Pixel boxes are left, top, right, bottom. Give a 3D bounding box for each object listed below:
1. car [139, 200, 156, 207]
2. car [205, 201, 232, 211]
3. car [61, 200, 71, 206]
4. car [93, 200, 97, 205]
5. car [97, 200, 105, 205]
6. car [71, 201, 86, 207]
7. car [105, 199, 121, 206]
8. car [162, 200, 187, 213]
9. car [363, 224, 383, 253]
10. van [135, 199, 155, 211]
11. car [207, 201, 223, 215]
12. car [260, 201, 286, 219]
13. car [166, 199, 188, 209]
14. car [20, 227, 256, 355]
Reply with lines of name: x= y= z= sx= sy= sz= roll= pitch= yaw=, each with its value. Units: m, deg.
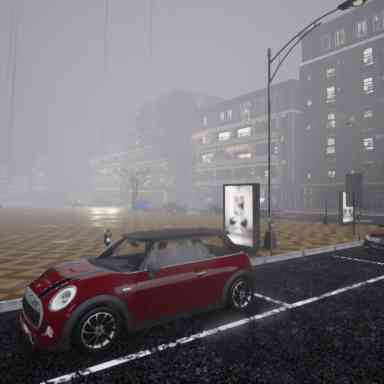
car: x=-9.256 y=2.424 z=68.775 sx=1.802 sy=1.307 sz=4.206 roll=-2 pitch=0 yaw=-36
car: x=4.025 y=2.096 z=50.891 sx=1.802 sy=1.307 sz=4.206 roll=-2 pitch=0 yaw=-36
car: x=-32.524 y=2.861 z=86.218 sx=1.887 sy=1.381 sz=4.507 roll=-2 pitch=0 yaw=-36
car: x=-25.778 y=2.797 z=91.189 sx=1.887 sy=1.381 sz=4.507 roll=-2 pitch=0 yaw=-36
car: x=-22.473 y=2.736 z=86.706 sx=1.947 sy=1.339 sz=4.313 roll=-2 pitch=0 yaw=-36
car: x=-25.915 y=2.703 z=77.252 sx=2.008 sy=1.369 sz=4.403 roll=-2 pitch=0 yaw=-36
car: x=-19.172 y=2.528 z=82.223 sx=1.967 sy=1.590 sz=4.097 roll=-2 pitch=0 yaw=-36
car: x=-2.431 y=2.114 z=45.250 sx=1.887 sy=1.381 sz=4.507 roll=-2 pitch=0 yaw=-36
car: x=8.138 y=1.581 z=12.508 sx=4.206 sy=1.307 sz=1.802 roll=0 pitch=0 yaw=-36
van: x=-7.411 y=2.034 z=52.093 sx=1.690 sy=1.788 sz=3.998 roll=-2 pitch=0 yaw=-36
car: x=3.720 y=1.968 z=36.828 sx=2.008 sy=1.369 sz=4.403 roll=-2 pitch=0 yaw=-36
car: x=7.025 y=1.887 z=32.345 sx=2.008 sy=1.369 sz=4.403 roll=-2 pitch=0 yaw=-36
car: x=-2.647 y=2.118 z=59.812 sx=1.967 sy=1.590 sz=4.097 roll=-2 pitch=0 yaw=-36
car: x=-0.809 y=1.440 z=6.013 sx=4.097 sy=1.590 sz=1.967 roll=0 pitch=0 yaw=-36
